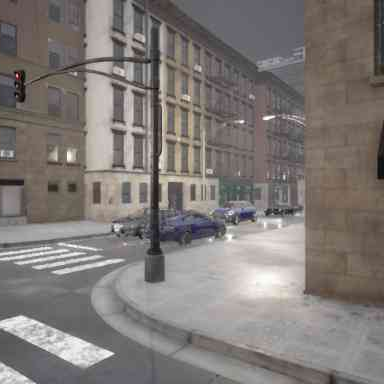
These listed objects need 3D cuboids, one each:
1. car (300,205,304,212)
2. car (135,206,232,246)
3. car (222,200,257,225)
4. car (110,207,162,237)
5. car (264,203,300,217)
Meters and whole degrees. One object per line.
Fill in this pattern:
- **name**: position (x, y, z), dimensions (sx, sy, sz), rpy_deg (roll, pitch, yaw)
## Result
- **car**: position (14.823, 1.832, 41.612), dimensions (1.895, 1.301, 4.718), rpy_deg (0, 0, 36)
- **car**: position (-0.208, 1.598, 15.677), dimensions (1.812, 1.442, 4.674), rpy_deg (0, 0, 37)
- **car**: position (3.190, 1.476, 25.349), dimensions (2.097, 1.767, 4.553), rpy_deg (0, 0, 36)
- **car**: position (-2.149, 1.568, 17.830), dimensions (2.128, 1.511, 4.902), rpy_deg (0, 0, 35)
- **car**: position (8.910, 1.777, 33.360), dimensions (1.895, 1.301, 4.718), rpy_deg (0, 0, 35)
